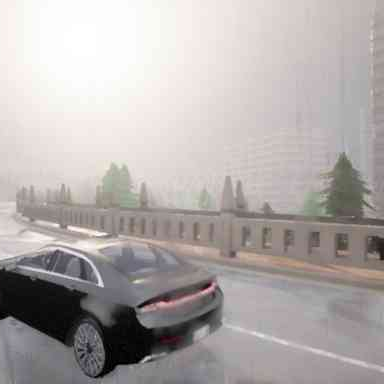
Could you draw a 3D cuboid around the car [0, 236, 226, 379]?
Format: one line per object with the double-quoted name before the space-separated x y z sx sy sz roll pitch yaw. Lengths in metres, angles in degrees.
"car" -1.764 1.509 5.590 4.902 1.511 2.128 0 0 39
